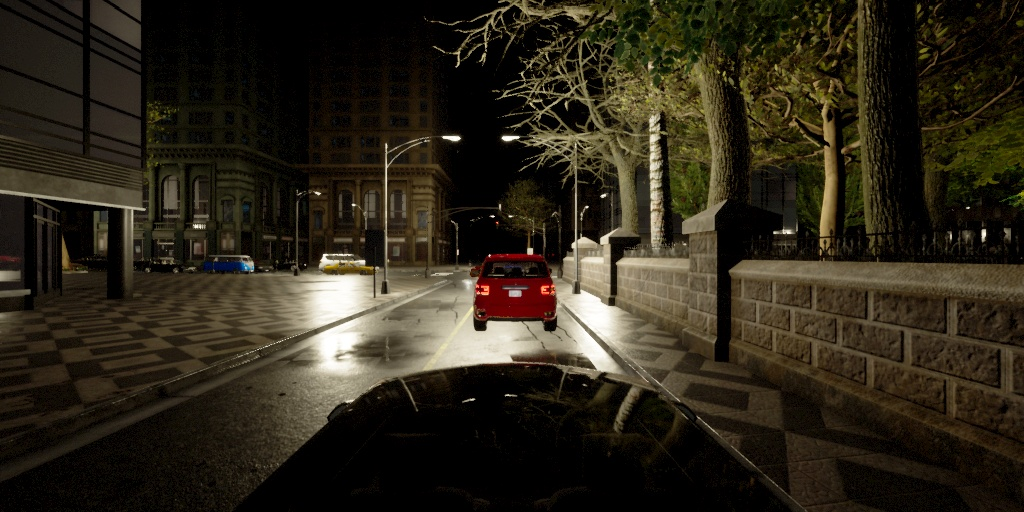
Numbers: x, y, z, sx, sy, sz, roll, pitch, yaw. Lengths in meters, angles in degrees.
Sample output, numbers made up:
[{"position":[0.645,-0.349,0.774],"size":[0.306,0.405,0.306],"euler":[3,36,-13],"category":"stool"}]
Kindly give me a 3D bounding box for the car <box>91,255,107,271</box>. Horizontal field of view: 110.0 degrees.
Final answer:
[{"position":[-41.226,0.791,36.226],"size":[4.902,1.511,2.128],"euler":[1,0,1],"category":"car"}]

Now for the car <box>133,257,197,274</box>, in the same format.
[{"position":[-31.970,0.979,33.479],"size":[4.403,1.370,2.007],"euler":[0,0,0],"category":"car"}]

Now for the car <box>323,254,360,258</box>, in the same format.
[{"position":[-16.372,0.829,36.053],"size":[5.566,2.045,2.150],"euler":[1,0,1],"category":"car"}]

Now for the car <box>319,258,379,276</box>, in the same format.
[{"position":[-14.941,1.145,33.380],"size":[4.829,1.417,1.751],"euler":[0,0,0],"category":"car"}]

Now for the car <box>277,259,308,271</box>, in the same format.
[{"position":[-26.312,1.064,41.972],"size":[4.313,1.339,1.948],"euler":[0,0,0],"category":"car"}]

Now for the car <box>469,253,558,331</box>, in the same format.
[{"position":[0.099,0.971,11.067],"size":[2.150,2.045,5.566],"euler":[0,0,0],"category":"car"}]

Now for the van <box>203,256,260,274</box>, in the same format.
[{"position":[-26.352,0.839,33.446],"size":[3.998,1.789,1.690],"euler":[0,0,0],"category":"van"}]

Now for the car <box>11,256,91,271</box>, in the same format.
[{"position":[-43.040,0.798,33.544],"size":[4.829,1.417,1.751],"euler":[0,0,0],"category":"car"}]

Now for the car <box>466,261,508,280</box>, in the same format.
[{"position":[-2.097,1.224,32.084],"size":[1.882,1.535,5.008],"euler":[-1,0,20],"category":"car"}]

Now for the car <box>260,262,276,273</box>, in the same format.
[{"position":[-27.313,1.034,36.116],"size":[5.357,1.411,2.033],"euler":[1,0,1],"category":"car"}]

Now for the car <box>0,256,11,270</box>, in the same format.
[{"position":[-48.827,0.740,33.577],"size":[4.403,1.370,2.007],"euler":[0,0,0],"category":"car"}]
